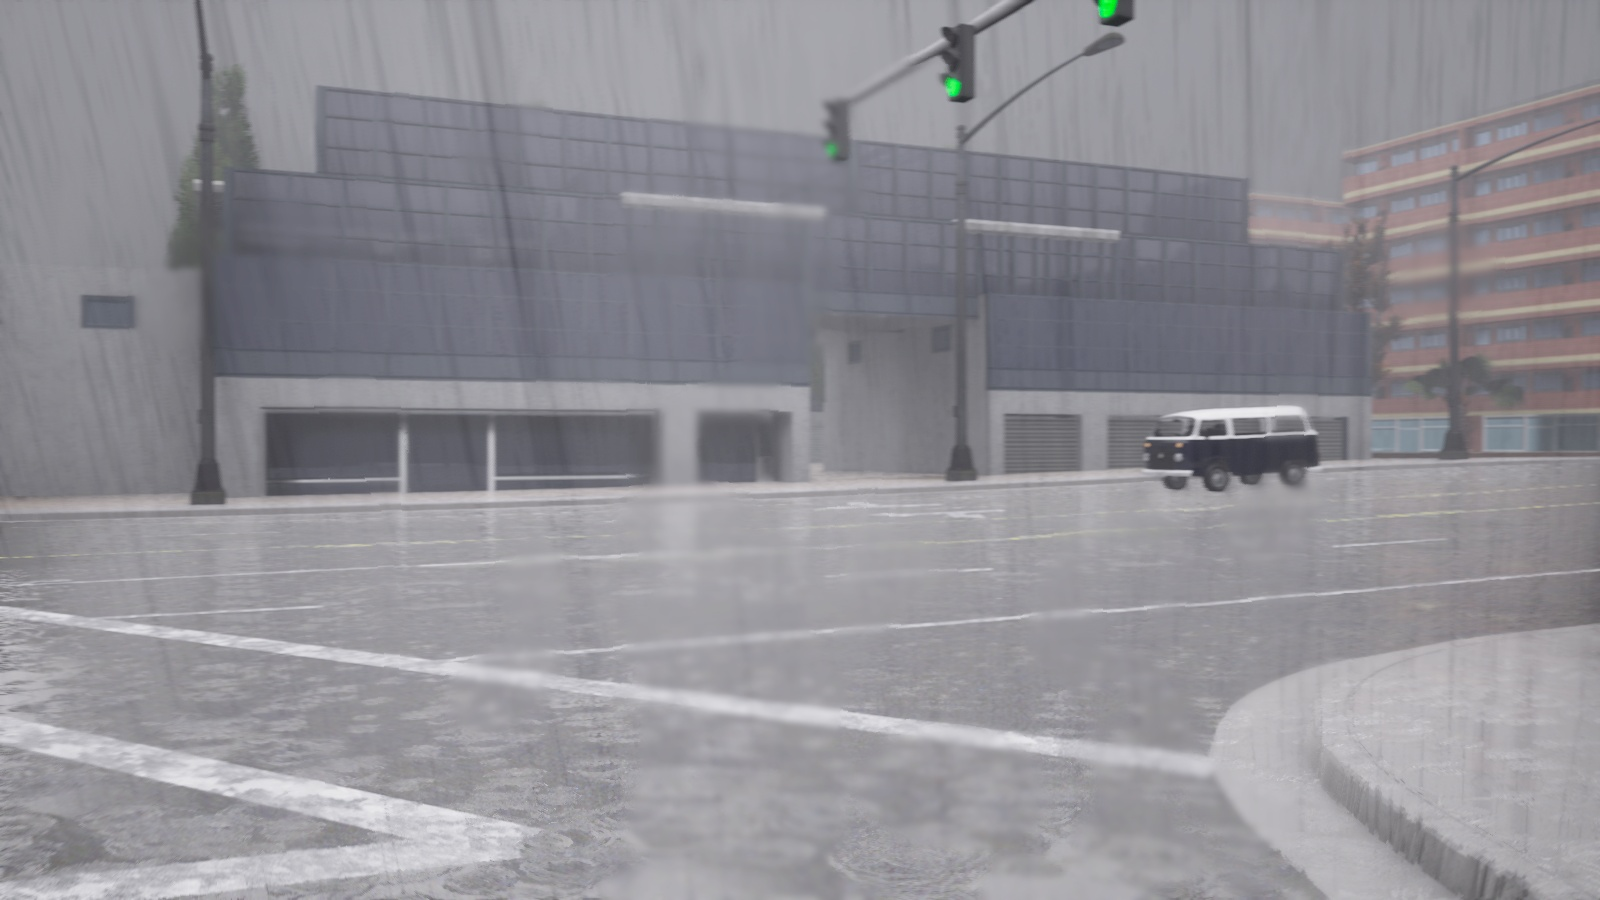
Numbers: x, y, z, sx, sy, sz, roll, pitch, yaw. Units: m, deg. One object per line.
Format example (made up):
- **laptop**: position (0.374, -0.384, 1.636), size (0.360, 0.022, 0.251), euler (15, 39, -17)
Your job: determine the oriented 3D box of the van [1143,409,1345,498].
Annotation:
- **van**: position (11.082, 0.059, 31.342), size (4.480, 2.038, 2.069), euler (-2, 1, -22)
